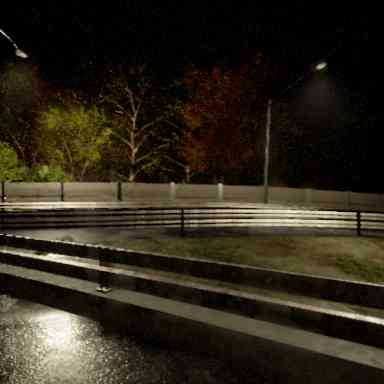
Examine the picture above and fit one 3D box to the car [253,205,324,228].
[{"bbox_3d":[6.633,1.648,22.918,4.902,1.511,2.128,2,0,-14],"label":"car"}]
